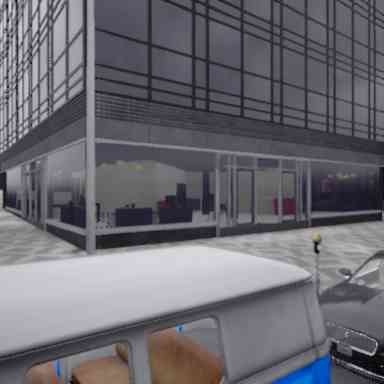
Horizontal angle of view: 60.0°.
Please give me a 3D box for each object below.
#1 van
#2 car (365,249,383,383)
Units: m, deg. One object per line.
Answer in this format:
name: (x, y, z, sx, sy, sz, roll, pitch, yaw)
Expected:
van: (-0.914, 1.340, 1.874, 3.998, 1.788, 1.690, 0, 0, -36)
car: (3.507, 1.549, 5.039, 4.403, 1.369, 2.008, 0, 0, -36)
